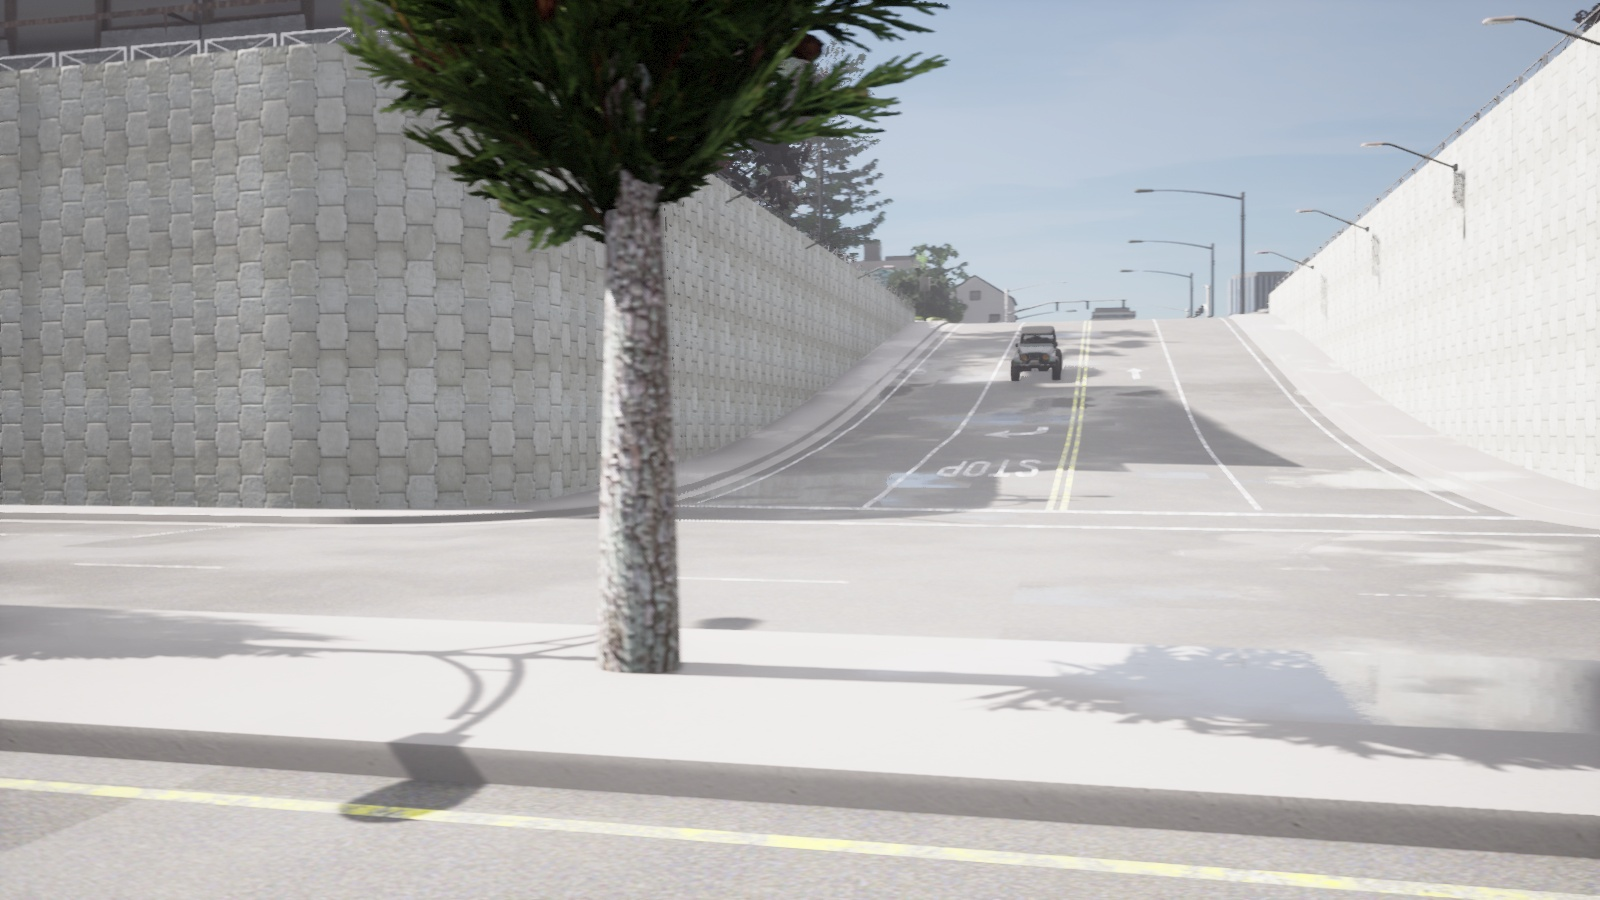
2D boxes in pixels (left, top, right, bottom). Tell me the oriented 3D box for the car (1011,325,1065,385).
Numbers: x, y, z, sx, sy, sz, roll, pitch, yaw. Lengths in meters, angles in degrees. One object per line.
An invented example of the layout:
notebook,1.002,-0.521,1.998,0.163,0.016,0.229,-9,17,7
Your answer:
car,9.565,-3.827,50.213,1.905,1.878,3.866,0,12,14
